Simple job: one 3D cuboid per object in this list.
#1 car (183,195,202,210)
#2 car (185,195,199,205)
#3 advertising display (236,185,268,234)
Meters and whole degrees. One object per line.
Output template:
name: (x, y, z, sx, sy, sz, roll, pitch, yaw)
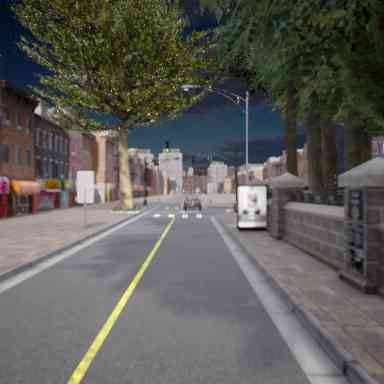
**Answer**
car: (0.070, 1.126, 35.333, 2.128, 1.511, 4.902, -1, 0, 0)
car: (0.056, 1.139, 48.736, 1.895, 1.301, 4.718, 0, 1, 1)
advertising display: (3.006, 0.862, 16.681, 1.540, 2.440, 0.280, -1, 0, 0)
